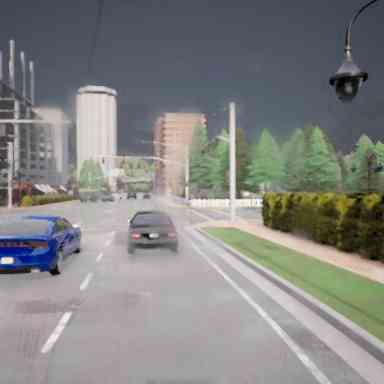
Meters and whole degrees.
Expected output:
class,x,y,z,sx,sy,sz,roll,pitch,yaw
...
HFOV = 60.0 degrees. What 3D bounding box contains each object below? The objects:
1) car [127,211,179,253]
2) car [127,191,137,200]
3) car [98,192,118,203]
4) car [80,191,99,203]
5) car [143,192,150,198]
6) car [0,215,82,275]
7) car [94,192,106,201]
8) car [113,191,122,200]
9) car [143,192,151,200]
class,x,y,z,sx,sy,sz,roll,pitch,yaw
car,-1.629,1.473,13.453,2.033,1.411,5.357,0,0,-9
car,-14.263,0.798,79.236,2.150,2.045,5.566,0,0,-8
car,-15.266,1.238,60.789,2.033,1.411,5.357,0,0,-7
car,-18.737,0.925,60.293,2.150,2.045,5.566,0,0,-7
car,-12.103,0.842,89.166,1.837,1.490,4.892,0,0,-8
car,-4.657,1.432,10.170,1.882,1.535,5.008,0,0,-9
car,-20.844,0.976,75.733,2.097,1.767,4.553,0,0,-8
car,-17.416,0.831,76.490,2.150,2.045,5.566,0,0,-8
car,-10.839,1.058,80.035,1.837,1.490,4.892,0,0,-8
